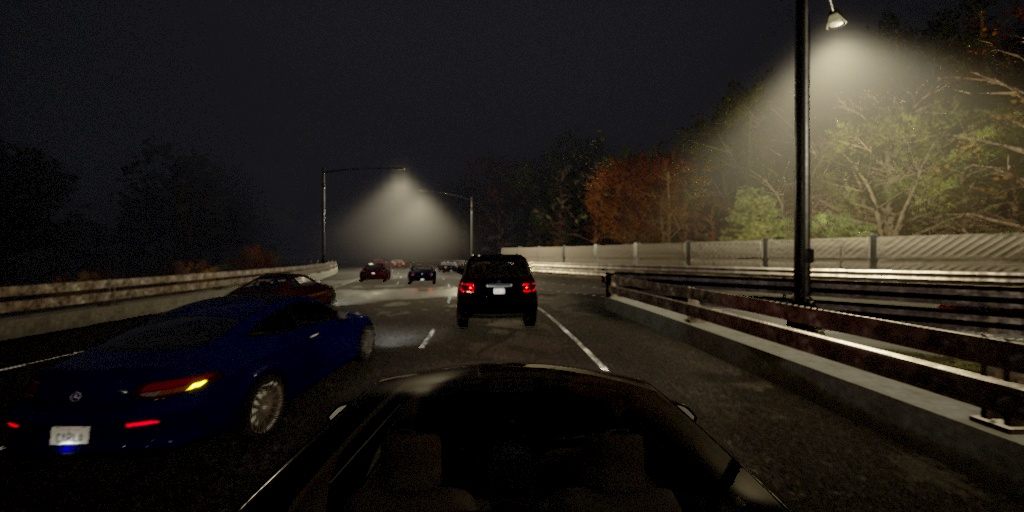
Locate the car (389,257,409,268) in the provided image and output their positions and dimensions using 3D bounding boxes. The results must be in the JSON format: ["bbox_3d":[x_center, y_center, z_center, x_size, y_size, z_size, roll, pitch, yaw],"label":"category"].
[{"bbox_3d":[-17.531,1.235,54.282,1.895,1.301,4.718,0,0,-29],"label":"car"}]

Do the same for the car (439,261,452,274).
[{"bbox_3d":[-7.237,1.265,40.330,1.895,1.301,4.718,0,0,-20],"label":"car"}]

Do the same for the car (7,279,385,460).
[{"bbox_3d":[-3.590,1.268,5.177,1.812,1.442,4.674,0,0,-1],"label":"car"}]

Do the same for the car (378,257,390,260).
[{"bbox_3d":[-17.185,1.179,45.857,1.812,1.442,4.674,0,0,-25],"label":"car"}]

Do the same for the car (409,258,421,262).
[{"bbox_3d":[-16.001,1.130,58.358,1.837,1.490,4.892,0,0,-30],"label":"car"}]

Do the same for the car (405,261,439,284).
[{"bbox_3d":[-6.685,1.296,26.704,1.895,1.301,4.718,0,0,-14],"label":"car"}]

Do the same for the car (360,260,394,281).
[{"bbox_3d":[-10.801,1.254,28.504,1.994,1.385,4.181,0,0,-14],"label":"car"}]

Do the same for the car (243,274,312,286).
[{"bbox_3d":[-7.659,1.292,12.175,1.994,1.385,4.181,0,0,-6],"label":"car"}]

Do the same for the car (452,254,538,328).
[{"bbox_3d":[-0.571,0.950,11.484,2.150,2.045,5.566,0,0,-5],"label":"car"}]

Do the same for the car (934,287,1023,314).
[{"bbox_3d":[14.255,1.258,9.034,1.812,1.442,4.674,0,0,-44],"label":"car"}]
